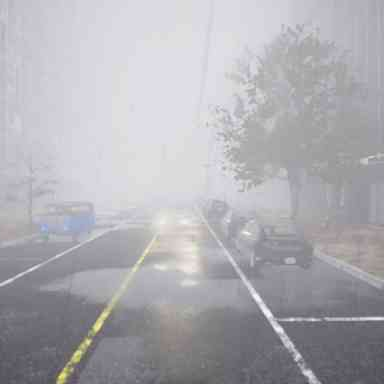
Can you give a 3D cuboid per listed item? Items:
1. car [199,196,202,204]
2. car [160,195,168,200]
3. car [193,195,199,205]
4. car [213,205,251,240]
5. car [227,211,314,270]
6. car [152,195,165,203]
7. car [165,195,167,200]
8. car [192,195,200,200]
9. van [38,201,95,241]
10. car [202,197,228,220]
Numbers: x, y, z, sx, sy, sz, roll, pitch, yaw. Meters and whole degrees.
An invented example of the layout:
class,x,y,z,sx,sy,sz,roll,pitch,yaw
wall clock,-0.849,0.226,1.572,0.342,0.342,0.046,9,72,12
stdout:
class,x,y,z,sx,sy,sz,roll,pitch,yaw
car,2.028,1.401,33.541,1.967,1.590,4.097,0,0,-1
car,-7.512,1.429,90.291,1.947,1.339,4.313,0,0,-1
car,1.564,1.467,56.307,1.887,1.381,4.507,0,0,-1
car,2.377,1.534,16.468,2.008,1.369,4.403,0,0,-1
car,2.493,1.539,10.776,2.008,1.369,4.403,0,0,-1
car,-7.047,1.468,67.524,1.887,1.381,4.507,0,0,-1
car,-7.163,1.491,73.217,1.802,1.307,4.206,0,0,-1
car,0.983,1.417,84.762,1.947,1.339,4.313,0,0,-1
van,-6.003,1.352,16.300,1.690,1.788,3.998,0,0,-1
car,2.144,1.409,27.850,1.967,1.590,4.097,0,0,-1
